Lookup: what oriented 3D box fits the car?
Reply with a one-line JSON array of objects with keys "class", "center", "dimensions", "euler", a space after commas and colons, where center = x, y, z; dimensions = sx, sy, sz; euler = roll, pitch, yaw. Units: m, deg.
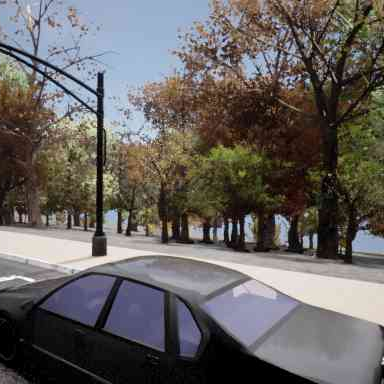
[{"class": "car", "center": [-0.558, 1.547, 4.076], "dimensions": [5.357, 1.411, 2.033], "euler": [0, 0, 35]}]
